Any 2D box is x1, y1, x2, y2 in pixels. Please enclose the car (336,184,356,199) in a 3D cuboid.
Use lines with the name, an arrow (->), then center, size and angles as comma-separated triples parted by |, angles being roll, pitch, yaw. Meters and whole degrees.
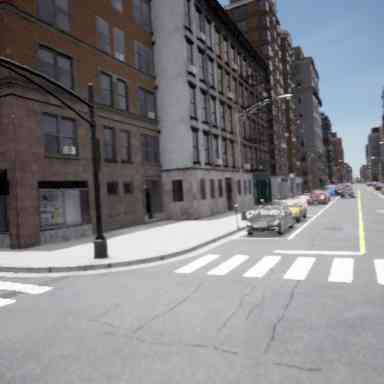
car -> 21.345, 0.113, 45.723 | 1.837, 1.490, 4.892 | -4, 0, 27

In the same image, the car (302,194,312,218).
car -> 6.331, 1.111, 21.502 | 1.752, 1.417, 4.829 | -4, 0, 27

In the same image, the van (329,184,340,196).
van -> 23.229, -0.183, 55.529 | 1.690, 1.788, 3.998 | -4, 0, 27

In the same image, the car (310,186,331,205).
car -> 13.616, 0.547, 36.172 | 1.967, 1.590, 4.097 | -4, 0, 27

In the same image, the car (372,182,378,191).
car -> 37.688, -0.919, 66.432 | 1.887, 1.381, 4.507 | -4, 0, 27

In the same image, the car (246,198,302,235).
car -> 4.003, 1.289, 16.815 | 2.008, 1.369, 4.403 | -4, 0, 27

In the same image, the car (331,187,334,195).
car -> 15.950, 0.479, 40.859 | 1.752, 1.417, 4.829 | -4, 0, 27

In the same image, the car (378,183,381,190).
car -> 28.046, -0.280, 47.086 | 2.008, 1.369, 4.403 | -4, 0, 27

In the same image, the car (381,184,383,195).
car -> 25.636, -0.107, 42.249 | 1.947, 1.339, 4.313 | -4, 0, 27

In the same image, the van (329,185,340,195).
van -> 28.039, -0.499, 65.208 | 1.690, 1.788, 3.998 | -4, 0, 27

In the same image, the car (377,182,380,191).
car -> 30.530, -0.469, 52.073 | 1.752, 1.417, 4.829 | -4, 0, 27

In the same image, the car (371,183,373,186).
car -> 40.100, -1.056, 71.268 | 1.947, 1.339, 4.313 | -4, 0, 27
